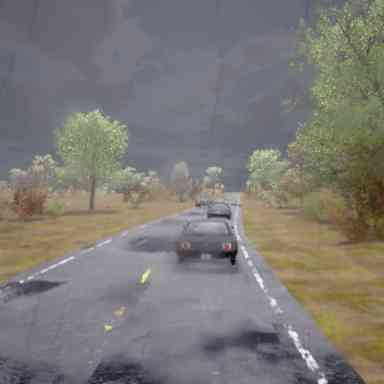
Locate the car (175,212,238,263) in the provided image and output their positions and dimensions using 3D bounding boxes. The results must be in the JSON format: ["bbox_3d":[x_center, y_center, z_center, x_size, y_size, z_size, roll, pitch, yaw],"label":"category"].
[{"bbox_3d":[0.579,1.612,11.999,1.895,1.301,4.718,0,0,4],"label":"car"}]

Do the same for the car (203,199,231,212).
[{"bbox_3d":[2.418,1.584,29.061,1.994,1.385,4.181,0,0,8],"label":"car"}]

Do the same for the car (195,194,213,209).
[{"bbox_3d":[1.743,1.246,46.728,2.150,2.045,5.566,0,0,9],"label":"car"}]
